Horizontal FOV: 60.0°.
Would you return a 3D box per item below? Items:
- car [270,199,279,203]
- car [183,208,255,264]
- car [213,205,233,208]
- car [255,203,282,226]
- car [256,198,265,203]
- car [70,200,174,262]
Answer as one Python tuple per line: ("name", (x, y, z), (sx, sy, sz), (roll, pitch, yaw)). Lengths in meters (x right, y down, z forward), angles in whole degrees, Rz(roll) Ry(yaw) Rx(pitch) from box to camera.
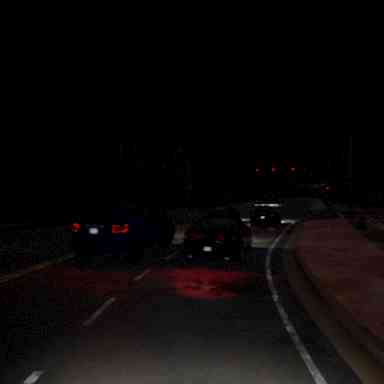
("car", (21.020, 2.479, 85.006), (1.895, 1.301, 4.718), (0, -1, 21))
("car", (1.124, 1.600, 12.548), (1.882, 1.535, 5.008), (0, 0, 15))
("car", (2.571, 1.790, 27.248), (1.812, 1.442, 4.674), (0, 0, 20))
("car", (5.822, 1.832, 25.952), (1.994, 1.385, 4.181), (0, -1, 21))
("car", (17.756, 2.358, 86.269), (1.882, 1.535, 5.008), (0, -1, 21))
("car", (-2.412, 1.326, 12.963), (2.150, 2.045, 5.566), (0, 0, 14))
